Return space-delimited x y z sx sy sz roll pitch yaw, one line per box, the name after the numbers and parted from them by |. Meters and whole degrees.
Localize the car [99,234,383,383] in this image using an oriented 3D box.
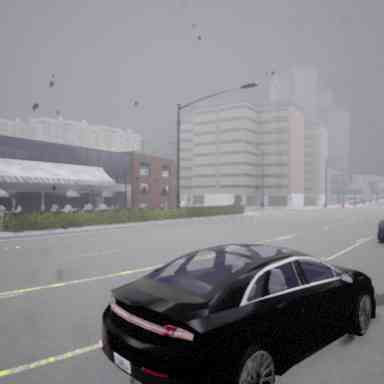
1.084 1.548 4.993 4.902 1.511 2.128 2 -1 -43 | car

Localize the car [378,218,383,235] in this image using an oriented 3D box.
11.063 1.621 17.136 2.097 1.767 4.553 0 -1 38 | car
